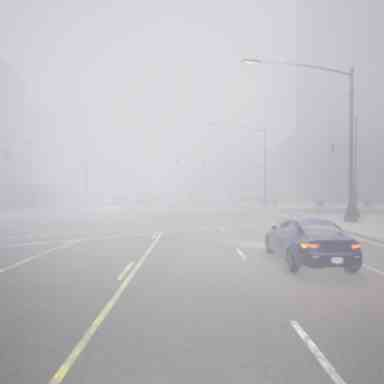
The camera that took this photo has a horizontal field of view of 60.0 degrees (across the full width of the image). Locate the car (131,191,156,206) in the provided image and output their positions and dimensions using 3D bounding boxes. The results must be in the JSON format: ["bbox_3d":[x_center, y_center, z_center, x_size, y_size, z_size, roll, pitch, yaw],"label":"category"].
[{"bbox_3d":[-7.071,0.944,48.900,2.150,2.045,5.566,0,1,0],"label":"car"}]

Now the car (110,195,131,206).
[{"bbox_3d":[-10.569,1.215,48.563,2.128,1.511,4.902,0,0,0],"label":"car"}]

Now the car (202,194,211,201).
[{"bbox_3d":[3.498,1.334,77.415,1.812,1.442,4.674,0,0,0],"label":"car"}]

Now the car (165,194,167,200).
[{"bbox_3d":[-7.002,1.208,79.113,1.882,1.535,5.008,0,0,0],"label":"car"}]

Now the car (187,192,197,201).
[{"bbox_3d":[-0.002,1.034,77.029,2.150,2.045,5.566,0,0,0],"label":"car"}]

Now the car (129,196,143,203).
[{"bbox_3d":[-10.513,1.356,63.045,1.895,1.301,4.718,0,0,0],"label":"car"}]

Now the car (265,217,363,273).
[{"bbox_3d":[3.603,1.507,10.524,1.812,1.442,4.674,0,0,0],"label":"car"}]

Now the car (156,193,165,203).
[{"bbox_3d":[-7.012,1.115,64.231,2.097,1.767,4.553,0,0,0],"label":"car"}]

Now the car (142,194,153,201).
[{"bbox_3d":[-10.502,1.237,78.217,1.882,1.535,5.008,0,0,0],"label":"car"}]

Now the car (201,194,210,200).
[{"bbox_3d":[3.498,1.319,87.417,2.033,1.411,5.357,0,0,0],"label":"car"}]
